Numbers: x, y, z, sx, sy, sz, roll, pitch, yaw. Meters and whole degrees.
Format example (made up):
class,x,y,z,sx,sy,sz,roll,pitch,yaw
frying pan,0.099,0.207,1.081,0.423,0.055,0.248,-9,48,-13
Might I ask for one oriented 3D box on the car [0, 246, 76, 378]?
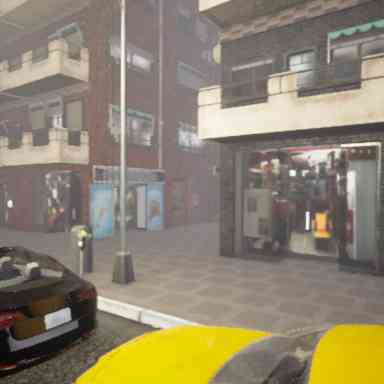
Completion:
class,x,y,z,sx,sy,sz,roll,pitch,yaw
car,-3.298,1.539,5.162,4.313,1.339,1.947,0,1,35

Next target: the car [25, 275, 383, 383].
class,x,y,z,sx,sy,sz,roll,pitch,yaw
car,1.153,1.499,2.047,4.829,1.417,1.752,0,1,35
